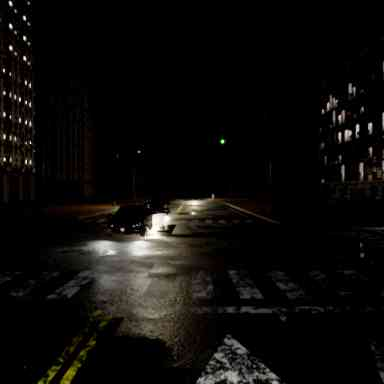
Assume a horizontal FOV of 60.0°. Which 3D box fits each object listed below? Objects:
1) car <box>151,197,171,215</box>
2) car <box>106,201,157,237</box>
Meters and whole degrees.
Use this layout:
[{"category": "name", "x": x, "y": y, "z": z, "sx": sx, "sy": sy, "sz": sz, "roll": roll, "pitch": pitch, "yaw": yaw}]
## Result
[{"category": "car", "x": -3.222, "y": 1.311, "z": 32.670, "sx": 2.097, "sy": 1.767, "sz": 4.553, "roll": 0, "pitch": 0, "yaw": 0}, {"category": "car", "x": -3.230, "y": 1.489, "z": 17.890, "sx": 1.837, "sy": 1.490, "sz": 4.892, "roll": 0, "pitch": 1, "yaw": 0}]
